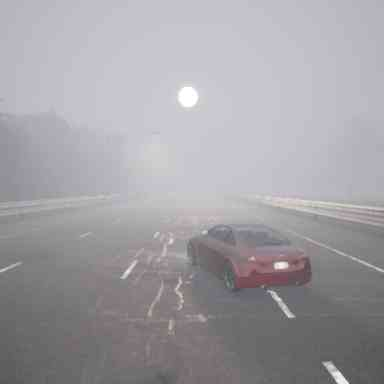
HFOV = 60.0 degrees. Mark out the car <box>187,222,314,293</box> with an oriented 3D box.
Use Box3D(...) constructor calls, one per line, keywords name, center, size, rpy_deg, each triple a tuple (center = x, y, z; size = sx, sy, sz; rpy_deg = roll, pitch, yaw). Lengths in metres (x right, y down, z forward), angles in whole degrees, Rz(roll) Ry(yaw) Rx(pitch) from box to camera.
Box3D(name="car", center=(1.285, 1.491, 8.891), size=(1.994, 1.385, 4.181), rpy_deg=(0, 1, -17))
